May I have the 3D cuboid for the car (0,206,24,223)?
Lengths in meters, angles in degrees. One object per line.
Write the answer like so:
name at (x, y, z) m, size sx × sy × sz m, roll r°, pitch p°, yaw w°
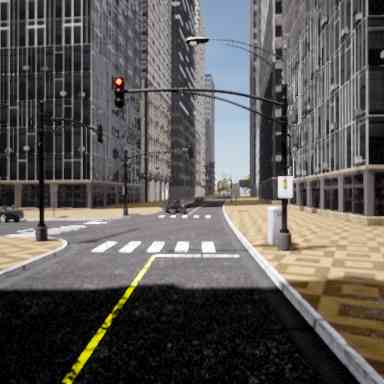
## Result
car at (-16.480, 1.874, 28.145) m, size 4.403 × 1.369 × 2.008 m, roll -1°, pitch 1°, yaw 10°

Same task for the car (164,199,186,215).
car at (-1.708, 1.567, 34.145) m, size 1.837 × 1.490 × 4.892 m, roll 0°, pitch 2°, yaw 4°

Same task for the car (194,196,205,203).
car at (1.537, 1.529, 65.530) m, size 1.994 × 1.385 × 4.181 m, roll 0°, pitch 0°, yaw 8°
